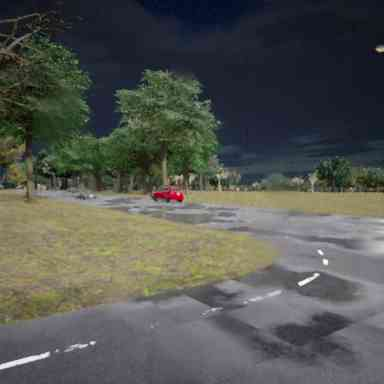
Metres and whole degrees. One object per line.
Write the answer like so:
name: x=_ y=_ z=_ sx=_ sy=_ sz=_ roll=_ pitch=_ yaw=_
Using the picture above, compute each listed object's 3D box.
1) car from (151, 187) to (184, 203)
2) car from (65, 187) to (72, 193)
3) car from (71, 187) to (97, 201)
car: x=-3.237 y=0.333 z=43.257 sx=2.150 sy=2.045 sz=5.566 roll=-1 pitch=2 yaw=-35
car: x=-28.739 y=-0.446 z=79.279 sx=1.994 sy=1.385 sz=4.181 roll=-1 pitch=2 yaw=-35
car: x=-15.422 y=0.424 z=48.370 sx=2.128 sy=1.511 sz=4.902 roll=-1 pitch=2 yaw=-35
